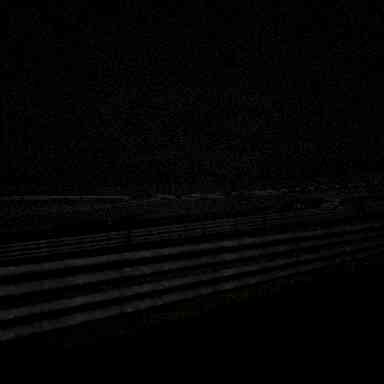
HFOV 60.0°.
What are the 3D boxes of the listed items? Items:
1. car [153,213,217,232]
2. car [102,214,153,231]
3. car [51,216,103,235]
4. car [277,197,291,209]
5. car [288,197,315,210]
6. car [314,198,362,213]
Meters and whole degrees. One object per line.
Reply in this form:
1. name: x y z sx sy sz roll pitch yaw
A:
1. car: -0.329 2.490 27.614 5.008 1.535 1.882 -4 2 -23
2. car: -4.999 2.689 29.442 5.008 1.535 1.882 -4 2 -23
3. car: -10.500 2.962 30.919 4.902 1.511 2.128 -4 2 -23
4. car: 12.652 1.345 40.689 4.674 1.442 1.812 -4 2 -23
5. car: 14.014 1.397 37.465 5.357 1.411 2.033 -4 2 -23
6. car: 15.377 1.407 34.241 4.674 1.442 1.812 -4 2 -23
